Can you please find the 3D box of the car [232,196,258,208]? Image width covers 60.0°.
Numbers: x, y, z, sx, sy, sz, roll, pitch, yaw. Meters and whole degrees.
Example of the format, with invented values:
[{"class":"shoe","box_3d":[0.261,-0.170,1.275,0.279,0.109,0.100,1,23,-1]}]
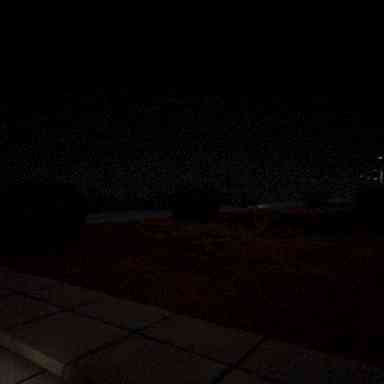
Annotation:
[{"class":"car","box_3d":[7.746,1.312,47.945,2.097,1.767,4.553,0,0,39]}]
